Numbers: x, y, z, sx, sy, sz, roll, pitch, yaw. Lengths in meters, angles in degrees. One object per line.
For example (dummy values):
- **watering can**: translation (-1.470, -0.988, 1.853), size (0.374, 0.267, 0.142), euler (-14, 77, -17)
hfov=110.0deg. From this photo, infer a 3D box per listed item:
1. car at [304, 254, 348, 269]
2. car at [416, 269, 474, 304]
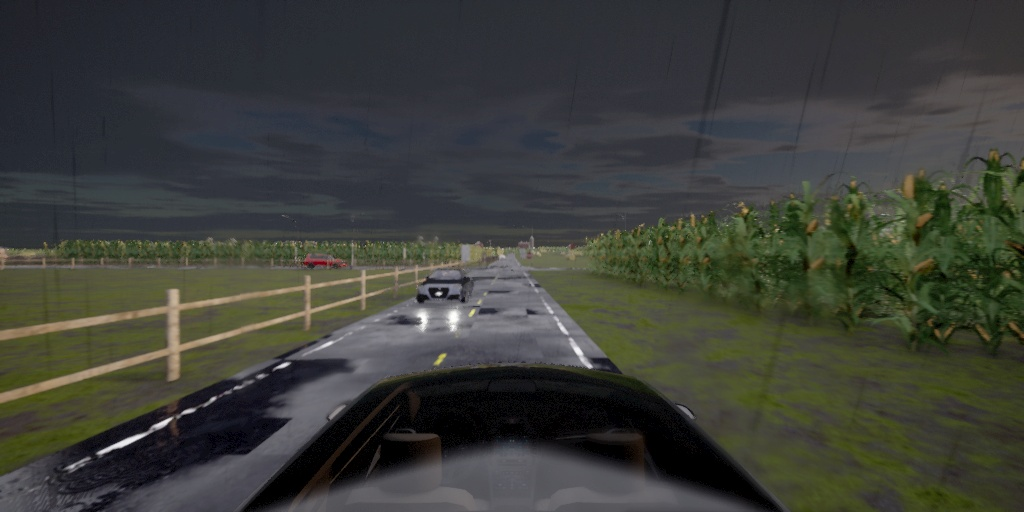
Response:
- **car**: translation (-25.843, 0.810, 49.973), size (5.566, 2.045, 2.150), euler (2, 1, -1)
- **car**: translation (-2.848, 1.269, 15.953), size (1.994, 1.385, 4.181), euler (0, 0, 0)
